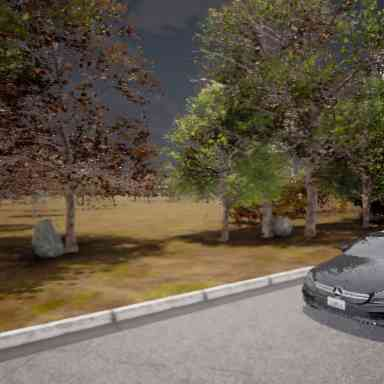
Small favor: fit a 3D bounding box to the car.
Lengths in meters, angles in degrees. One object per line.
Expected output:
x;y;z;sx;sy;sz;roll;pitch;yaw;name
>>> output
4.211;1.525;6.690;4.674;1.442;1.812;0;0;-35;car
